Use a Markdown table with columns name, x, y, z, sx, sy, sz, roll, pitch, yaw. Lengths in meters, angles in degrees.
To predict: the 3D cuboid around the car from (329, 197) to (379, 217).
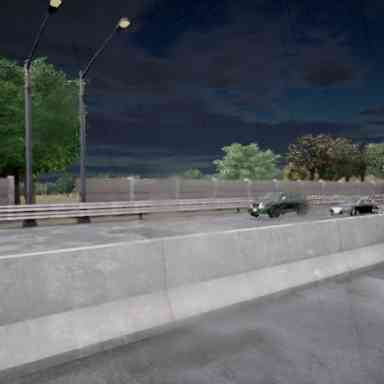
| name | x | y | z | sx | sy | sz | roll | pitch | yaw |
| --- | --- | --- | --- | --- | --- | --- | --- | --- | --- |
| car | 12.663 | 1.144 | 25.978 | 4.902 | 1.511 | 2.128 | -1 | 0 | -36 |

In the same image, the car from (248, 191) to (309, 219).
| name | x | y | z | sx | sy | sz | roll | pitch | yaw |
| --- | --- | --- | --- | --- | --- | --- | --- | --- | --- |
| car | 6.882 | 0.927 | 26.144 | 5.566 | 2.045 | 2.150 | -1 | 1 | -36 |
